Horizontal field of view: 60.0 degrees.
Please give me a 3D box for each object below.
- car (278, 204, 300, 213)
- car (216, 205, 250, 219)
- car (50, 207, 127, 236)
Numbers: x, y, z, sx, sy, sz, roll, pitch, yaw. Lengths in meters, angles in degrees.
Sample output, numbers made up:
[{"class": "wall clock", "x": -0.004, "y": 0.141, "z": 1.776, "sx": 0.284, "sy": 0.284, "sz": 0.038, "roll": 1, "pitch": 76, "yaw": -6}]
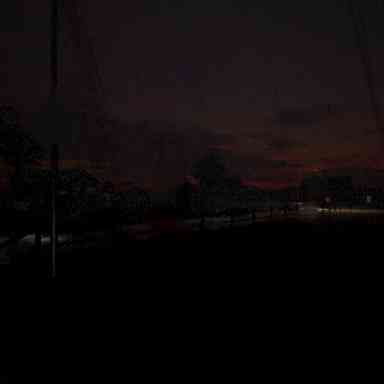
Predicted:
[{"class": "car", "x": 14.436, "y": 2.376, "z": 49.403, "sx": 1.895, "sy": 1.301, "sz": 4.718, "roll": 0, "pitch": -1, "yaw": 35}, {"class": "car", "x": 4.370, "y": 2.068, "z": 35.246, "sx": 1.895, "sy": 1.301, "sz": 4.718, "roll": 0, "pitch": -1, "yaw": 35}, {"class": "car", "x": -6.154, "y": 1.718, "z": 20.289, "sx": 1.837, "sy": 1.490, "sz": 4.892, "roll": 1, "pitch": 0, "yaw": 35}]
